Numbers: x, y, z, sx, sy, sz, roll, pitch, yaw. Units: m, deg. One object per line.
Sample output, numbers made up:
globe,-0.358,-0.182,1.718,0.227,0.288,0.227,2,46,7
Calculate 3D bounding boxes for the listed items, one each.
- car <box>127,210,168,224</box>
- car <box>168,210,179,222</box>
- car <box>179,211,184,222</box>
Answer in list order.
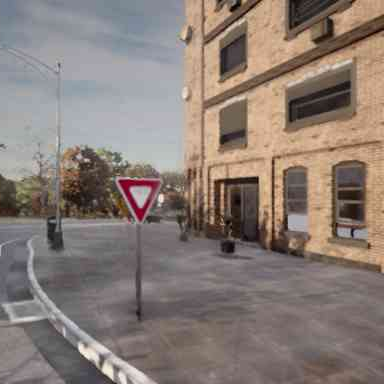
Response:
car,-4.885,2.657,35.206,1.882,1.535,5.008,0,-4,24
car,-2.269,3.442,48.305,2.097,1.767,4.553,0,-4,27
car,0.376,3.610,46.407,1.994,1.385,4.181,0,-4,27
